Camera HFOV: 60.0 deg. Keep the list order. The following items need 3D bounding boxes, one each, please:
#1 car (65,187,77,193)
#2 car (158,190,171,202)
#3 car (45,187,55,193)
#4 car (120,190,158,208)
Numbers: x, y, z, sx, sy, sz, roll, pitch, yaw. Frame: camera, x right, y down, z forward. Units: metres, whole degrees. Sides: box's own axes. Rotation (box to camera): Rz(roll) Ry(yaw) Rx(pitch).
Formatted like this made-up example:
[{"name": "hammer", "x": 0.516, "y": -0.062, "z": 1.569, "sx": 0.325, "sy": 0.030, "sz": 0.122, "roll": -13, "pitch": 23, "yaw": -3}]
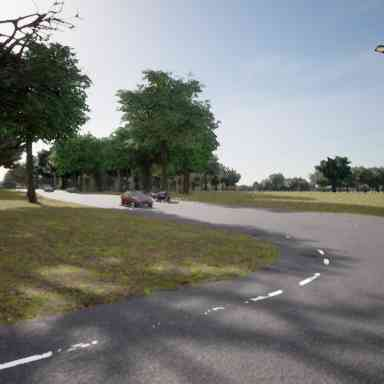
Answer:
[{"name": "car", "x": -29.090, "y": -0.481, "z": 79.928, "sx": 1.994, "sy": 1.385, "sz": 4.181, "roll": -1, "pitch": 2, "yaw": -35}, {"name": "car", "x": -4.712, "y": 0.531, "z": 45.441, "sx": 1.837, "sy": 1.490, "sz": 4.892, "roll": -1, "pitch": 2, "yaw": -35}, {"name": "car", "x": -35.089, "y": -0.612, "z": 81.969, "sx": 1.882, "sy": 1.535, "sz": 5.008, "roll": -1, "pitch": 2, "yaw": -30}, {"name": "car", "x": -5.867, "y": 0.700, "z": 34.950, "sx": 2.097, "sy": 1.767, "sz": 4.553, "roll": -1, "pitch": 2, "yaw": -35}]
